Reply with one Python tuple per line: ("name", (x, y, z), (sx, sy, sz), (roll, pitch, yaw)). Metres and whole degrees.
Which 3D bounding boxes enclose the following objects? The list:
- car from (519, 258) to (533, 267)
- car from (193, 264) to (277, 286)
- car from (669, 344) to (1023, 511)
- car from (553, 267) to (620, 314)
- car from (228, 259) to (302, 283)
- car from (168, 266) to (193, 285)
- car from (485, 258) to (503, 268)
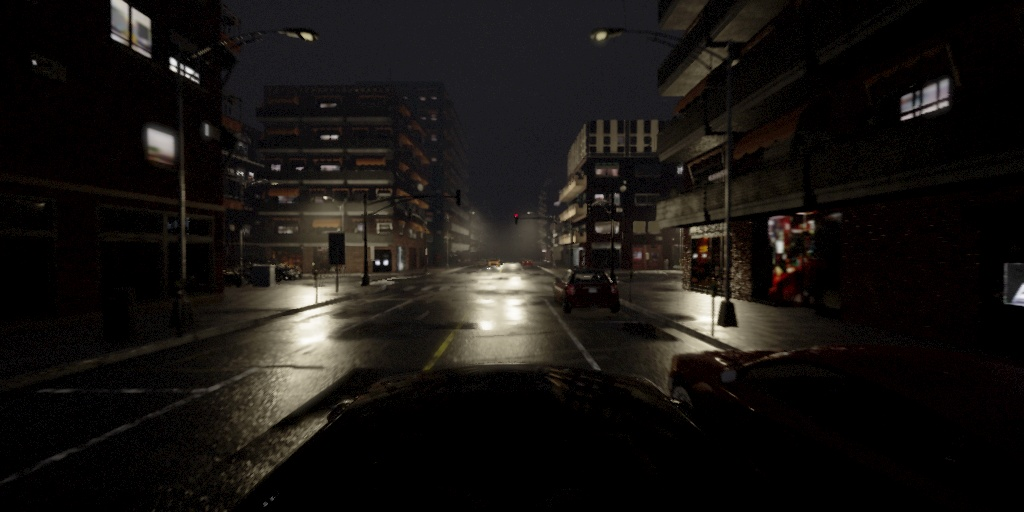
("car", (2.722, 1.136, 63.103), (1.967, 1.591, 4.097), (0, 0, 0))
("car", (-20.698, 1.527, 26.924), (4.403, 1.370, 2.007), (0, 0, 0))
("car", (2.689, 1.294, 2.449), (1.888, 1.381, 4.507), (0, 0, 0))
("car", (2.695, 1.177, 13.818), (1.967, 1.591, 4.097), (0, 0, 0))
("car", (-20.507, 1.263, 29.568), (5.566, 2.045, 2.150), (1, 1, 0))
("car", (-26.324, 1.616, 26.963), (4.207, 1.307, 1.802), (0, 0, 0))
("car", (-3.004, 1.176, 61.002), (1.882, 1.535, 5.008), (0, 0, 1))
